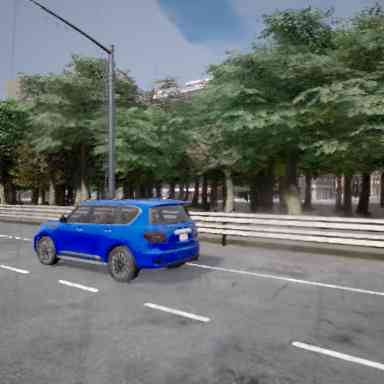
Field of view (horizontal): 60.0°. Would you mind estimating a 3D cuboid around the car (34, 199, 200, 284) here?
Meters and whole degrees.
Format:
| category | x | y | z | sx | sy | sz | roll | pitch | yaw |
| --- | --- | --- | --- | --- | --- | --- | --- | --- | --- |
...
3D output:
| category | x | y | z | sx | sy | sz | roll | pitch | yaw |
| --- | --- | --- | --- | --- | --- | --- | --- | --- | --- |
| car | -2.391 | 1.229 | 9.881 | 5.566 | 2.045 | 2.150 | 0 | 0 | 36 |
